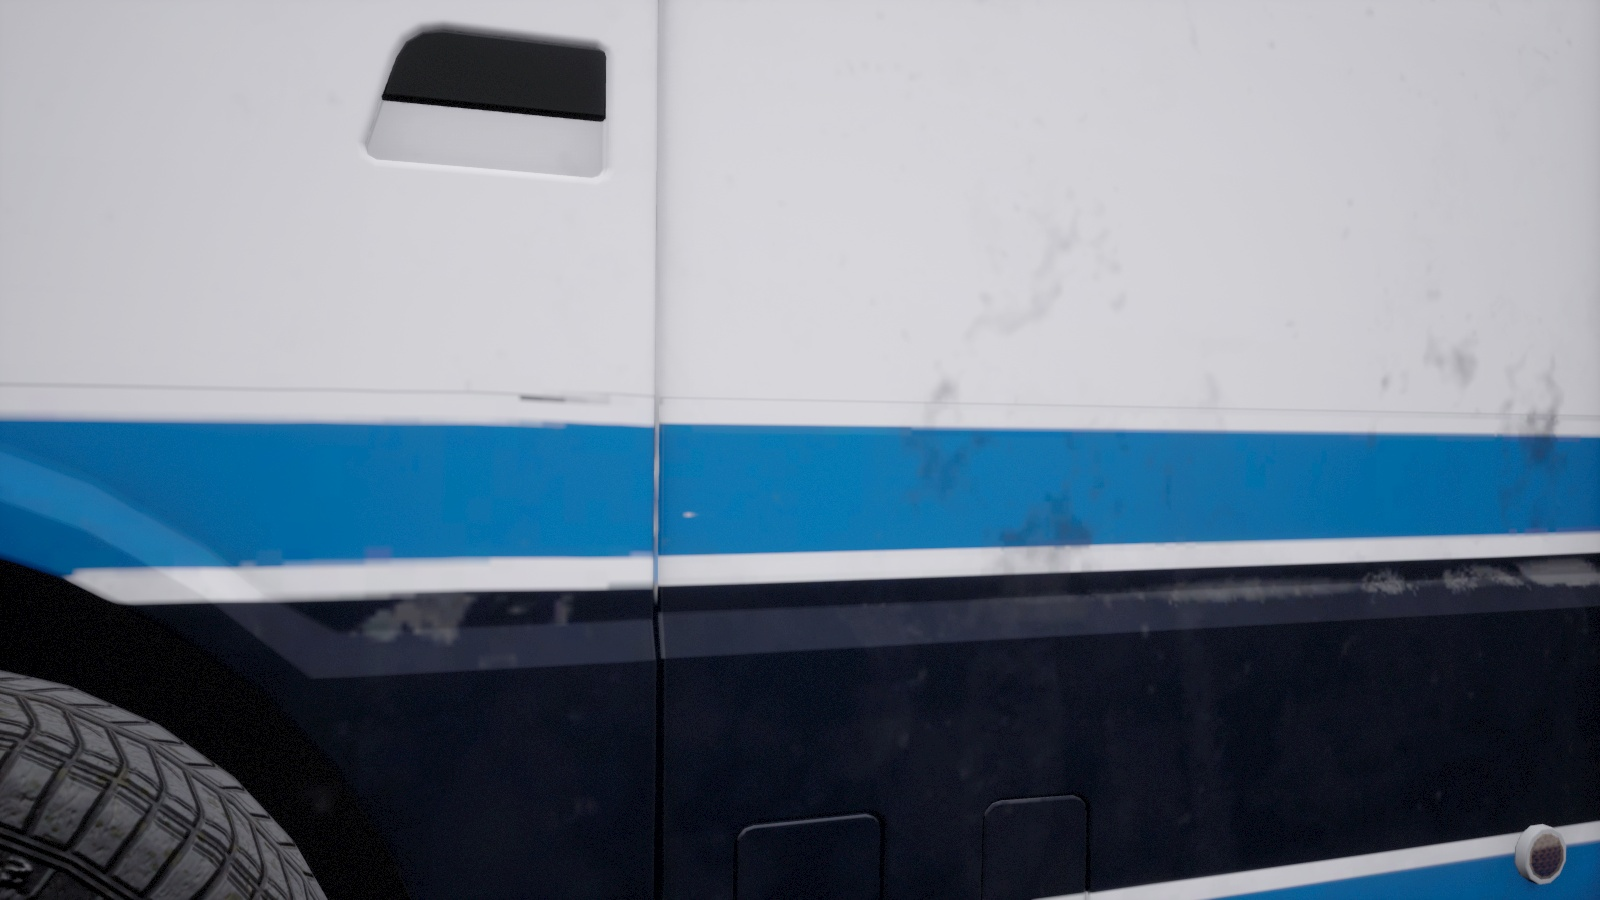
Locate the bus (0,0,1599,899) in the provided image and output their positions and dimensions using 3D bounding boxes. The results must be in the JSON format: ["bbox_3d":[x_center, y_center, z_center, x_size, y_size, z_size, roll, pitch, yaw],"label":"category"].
[{"bbox_3d":[1.219,-0.652,3.684,10.273,4.253,3.944,-1,1,-21],"label":"bus"}]
